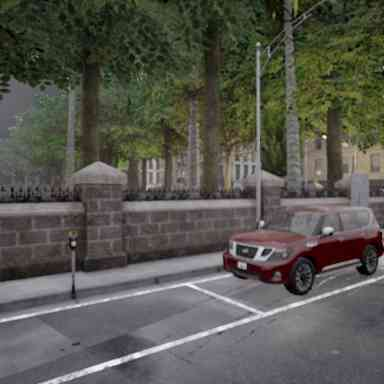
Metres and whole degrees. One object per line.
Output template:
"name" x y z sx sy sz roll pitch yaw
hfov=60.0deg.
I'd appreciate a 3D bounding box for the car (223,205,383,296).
"car" 3.148 1.313 8.850 5.009 1.841 2.192 0 0 -36
